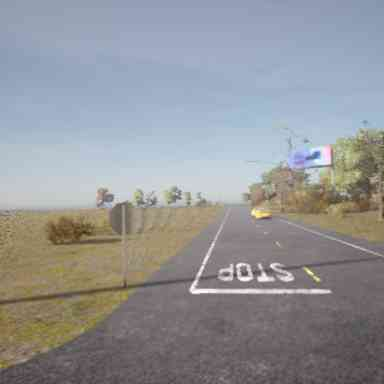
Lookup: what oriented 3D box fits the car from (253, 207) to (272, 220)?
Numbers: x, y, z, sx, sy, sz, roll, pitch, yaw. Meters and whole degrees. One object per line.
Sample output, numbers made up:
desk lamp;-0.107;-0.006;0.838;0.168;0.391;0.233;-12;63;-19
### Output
car;9.832;2.933;45.739;1.882;1.535;5.008;-2;-2;8
